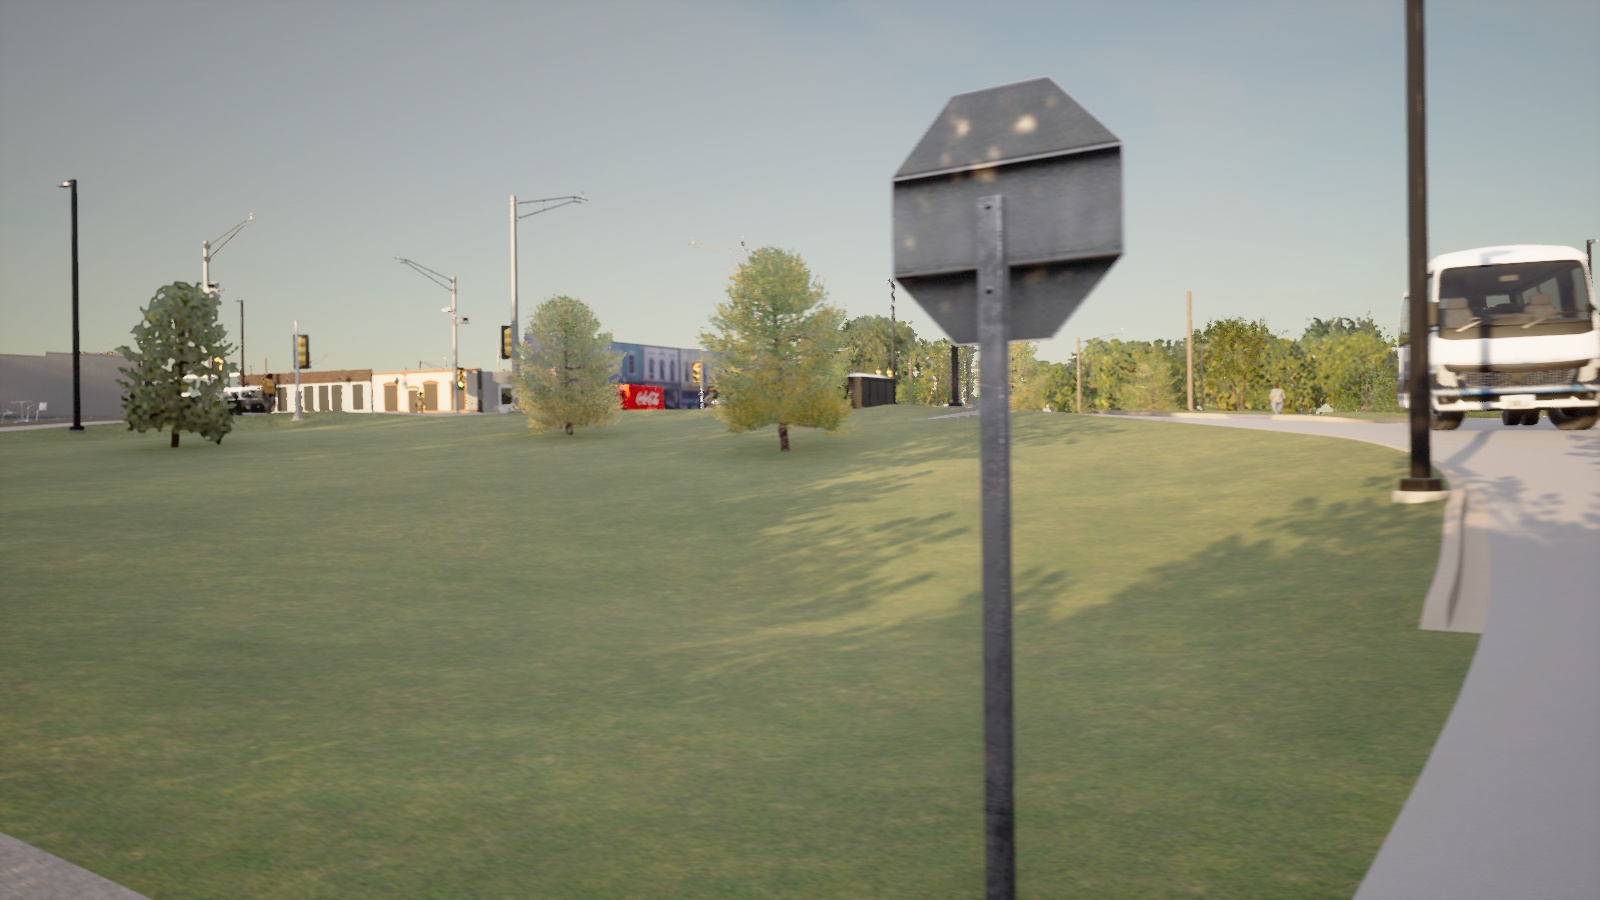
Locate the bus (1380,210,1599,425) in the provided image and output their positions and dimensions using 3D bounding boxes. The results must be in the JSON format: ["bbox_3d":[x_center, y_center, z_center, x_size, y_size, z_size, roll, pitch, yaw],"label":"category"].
[{"bbox_3d":[17.032,-2.960,31.145,3.944,4.253,10.273,-2,2,21],"label":"bus"}]

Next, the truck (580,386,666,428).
[{"bbox_3d":[-11.103,-2.657,79.162,2.627,2.467,5.204,-2,0,32],"label":"truck"}]

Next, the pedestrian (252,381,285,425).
[{"bbox_3d":[-23.133,-2.044,54.645,0.900,1.855,0.874,-2,0,23],"label":"pedestrian"}]

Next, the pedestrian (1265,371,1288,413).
[{"bbox_3d":[21.789,-2.635,57.426,0.874,1.855,0.900,-2,0,25],"label":"pedestrian"}]

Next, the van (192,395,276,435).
[{"bbox_3d":[-31.424,-1.896,69.664,4.480,2.038,2.069,-1,0,32],"label":"van"}]
